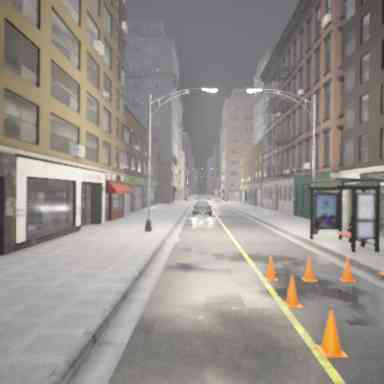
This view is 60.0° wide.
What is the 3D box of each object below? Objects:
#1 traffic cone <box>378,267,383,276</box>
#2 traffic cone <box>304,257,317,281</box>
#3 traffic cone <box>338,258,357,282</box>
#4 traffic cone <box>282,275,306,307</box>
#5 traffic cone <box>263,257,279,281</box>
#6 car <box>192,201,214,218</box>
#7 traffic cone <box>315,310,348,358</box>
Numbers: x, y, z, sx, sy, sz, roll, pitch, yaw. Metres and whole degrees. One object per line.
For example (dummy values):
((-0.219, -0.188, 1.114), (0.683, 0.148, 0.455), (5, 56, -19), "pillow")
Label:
((5.127, 1.878, 8.694), (0.340, 0.580, 0.340), (3, 0, 3), "traffic cone")
((3.074, 2.012, 8.735), (0.340, 0.580, 0.340), (1, 0, 1), "traffic cone")
((4.074, 2.025, 8.714), (0.340, 0.580, 0.340), (1, 0, 1), "traffic cone")
((2.033, 1.995, 6.757), (0.340, 0.580, 0.340), (1, 0, 1), "traffic cone")
((2.074, 2.000, 8.756), (0.340, 0.580, 0.340), (1, 0, 1), "traffic cone")
((0.983, 1.596, 31.859), (1.812, 1.442, 4.674), (1, 0, 1), "car")
((1.991, 1.991, 4.757), (0.340, 0.580, 0.340), (1, 0, 1), "traffic cone")
